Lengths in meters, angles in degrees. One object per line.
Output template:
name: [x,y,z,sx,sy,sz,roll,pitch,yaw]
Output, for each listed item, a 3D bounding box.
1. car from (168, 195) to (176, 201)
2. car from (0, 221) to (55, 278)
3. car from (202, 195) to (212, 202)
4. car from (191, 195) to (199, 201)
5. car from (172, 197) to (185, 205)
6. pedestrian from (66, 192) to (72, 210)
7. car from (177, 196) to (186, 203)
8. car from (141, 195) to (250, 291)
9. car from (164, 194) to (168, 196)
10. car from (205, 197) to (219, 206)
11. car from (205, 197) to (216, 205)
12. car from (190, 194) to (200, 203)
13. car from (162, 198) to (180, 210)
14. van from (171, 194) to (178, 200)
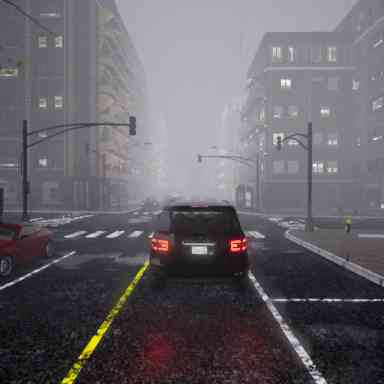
car: [-4.899,1.525,81.741,1.752,1.417,4.829,0,0,1]
car: [-5.607,1.581,10.033,1.802,1.307,4.206,0,0,1]
car: [3.426,1.440,76.184,1.967,1.590,4.097,0,0,1]
car: [0.806,1.477,82.715,1.882,1.535,5.008,0,0,1]
car: [-2.466,1.563,61.610,1.994,1.385,4.181,0,0,1]
pedestrian: [-12.395,0.902,33.504,0.375,1.860,0.375,0,-1,0]
car: [-2.302,1.522,71.915,1.812,1.442,4.674,0,0,1]
car: [0.171,1.221,9.114,2.150,2.045,5.566,0,0,1]
car: [-5.010,1.314,70.633,2.192,1.841,5.009,0,0,1]
car: [3.204,1.549,53.630,2.008,1.369,4.403,0,0,1]
car: [3.260,1.543,59.268,1.887,1.381,4.507,0,0,1]
car: [0.724,1.354,72.938,2.097,1.767,4.553,0,0,1]
car: [-2.671,1.562,43.069,1.994,1.385,4.181,0,0,2]
van: [-4.786,1.340,93.188,1.690,1.788,3.998,0,0,1]
